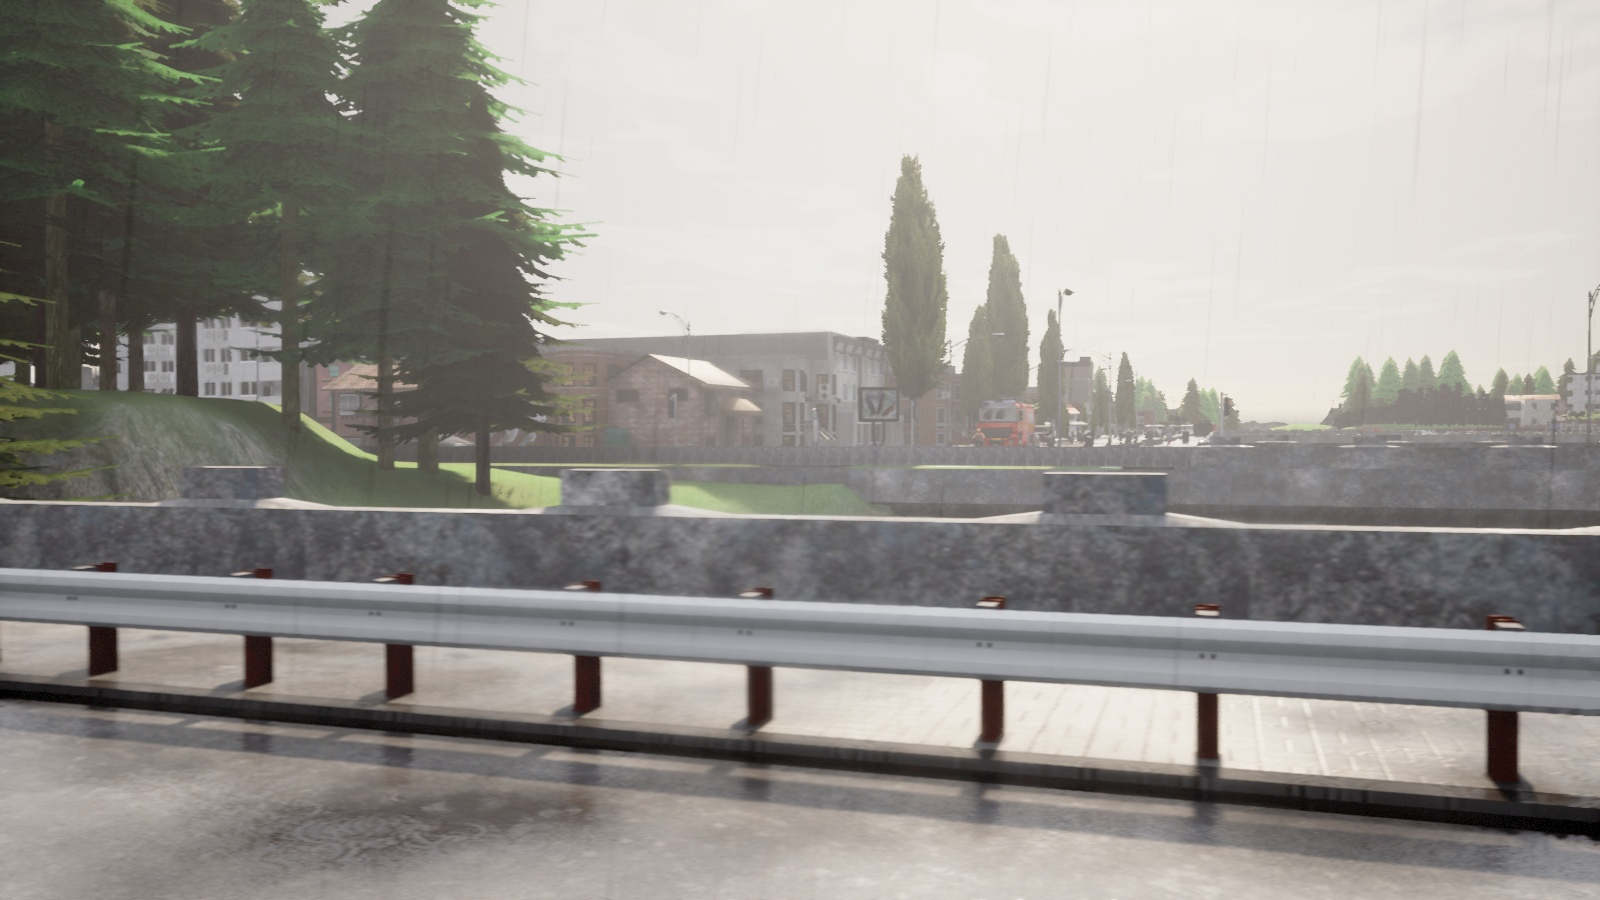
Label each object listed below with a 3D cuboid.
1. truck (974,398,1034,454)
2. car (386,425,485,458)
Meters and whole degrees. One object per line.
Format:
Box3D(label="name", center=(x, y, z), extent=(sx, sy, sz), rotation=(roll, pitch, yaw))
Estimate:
Box3D(label="truck", center=(14.732, -1.724, 90.091), extent=(2.891, 3.827, 8.468), rotation=(1, 1, 19))
Box3D(label="car", center=(-19.351, -0.471, 66.737), extent=(4.611, 1.667, 2.242), rotation=(1, 1, 19))
